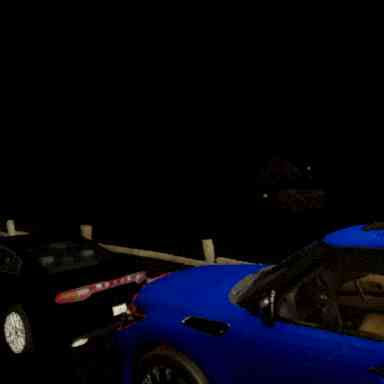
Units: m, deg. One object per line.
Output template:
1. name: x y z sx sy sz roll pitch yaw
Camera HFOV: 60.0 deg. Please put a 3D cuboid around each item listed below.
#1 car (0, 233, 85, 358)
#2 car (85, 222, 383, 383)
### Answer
1. car: -3.023 1.505 6.130 5.008 1.535 1.882 0 0 36
2. car: 1.826 1.239 2.648 5.566 2.045 2.150 0 0 36
